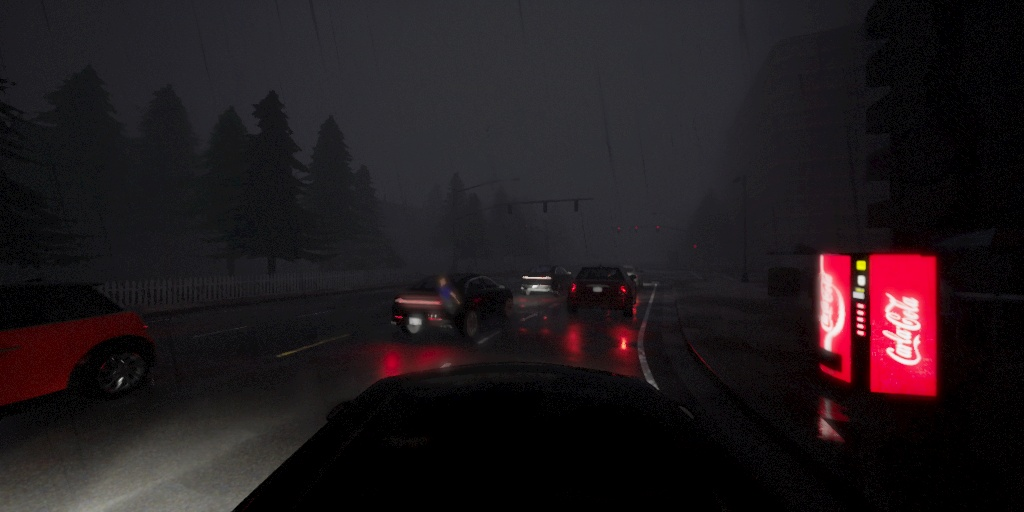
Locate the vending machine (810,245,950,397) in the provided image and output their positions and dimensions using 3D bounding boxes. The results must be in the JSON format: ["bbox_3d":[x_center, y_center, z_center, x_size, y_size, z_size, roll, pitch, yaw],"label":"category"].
[{"bbox_3d":[5.336,0.943,5.304,1.100,2.100,0.880,0,0,14],"label":"vending machine"}]

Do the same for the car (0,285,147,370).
[{"bbox_3d":[-9.909,1.349,6.265,1.895,1.301,4.718,0,0,10],"label":"car"}]

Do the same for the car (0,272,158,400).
[{"bbox_3d":[-6.669,1.101,3.541,2.097,1.767,4.553,0,0,7],"label":"car"}]

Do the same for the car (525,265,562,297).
[{"bbox_3d":[1.975,1.232,19.016,2.128,1.511,4.902,0,0,22],"label":"car"}]

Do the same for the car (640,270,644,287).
[{"bbox_3d":[6.905,1.264,21.786,1.812,1.442,4.674,0,0,23],"label":"car"}]

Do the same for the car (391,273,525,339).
[{"bbox_3d":[-1.386,1.237,10.235,2.128,1.511,4.902,0,0,18],"label":"car"}]

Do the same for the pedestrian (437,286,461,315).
[{"bbox_3d":[-1.261,1.378,7.687,0.375,1.300,0.375,-27,21,-33],"label":"pedestrian"}]

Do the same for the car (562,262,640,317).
[{"bbox_3d":[3.509,1.095,13.466,2.097,1.767,4.553,0,0,21],"label":"car"}]
